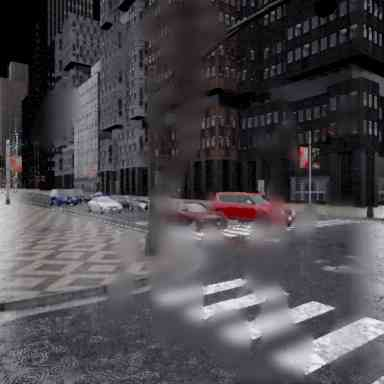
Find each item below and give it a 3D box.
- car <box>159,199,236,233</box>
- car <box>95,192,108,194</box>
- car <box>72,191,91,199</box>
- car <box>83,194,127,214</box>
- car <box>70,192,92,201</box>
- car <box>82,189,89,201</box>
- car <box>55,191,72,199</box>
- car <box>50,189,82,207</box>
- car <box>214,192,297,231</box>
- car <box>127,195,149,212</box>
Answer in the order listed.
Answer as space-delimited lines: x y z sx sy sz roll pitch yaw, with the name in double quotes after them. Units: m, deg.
-0.039 1.291 18.772 1.882 1.535 5.008 0 1 -34 "car"
-15.831 0.687 57.649 1.882 1.535 5.008 0 1 -36 "car"
-21.996 0.535 66.138 2.128 1.511 4.902 0 1 -36 "car"
-7.843 1.150 29.692 1.812 1.442 4.674 0 1 -36 "car"
-18.934 0.747 56.417 2.033 1.411 5.357 0 1 -36 "car"
-16.209 0.569 46.869 2.150 2.045 5.566 0 1 -35 "car"
-25.144 0.512 64.941 1.882 1.535 5.008 0 1 -36 "car"
-15.682 0.652 40.544 2.150 2.045 5.566 0 1 -36 "car"
3.527 1.045 20.081 2.150 2.045 5.566 0 1 -40 "car"
-5.931 1.095 32.620 2.128 1.511 4.902 0 1 -36 "car"
